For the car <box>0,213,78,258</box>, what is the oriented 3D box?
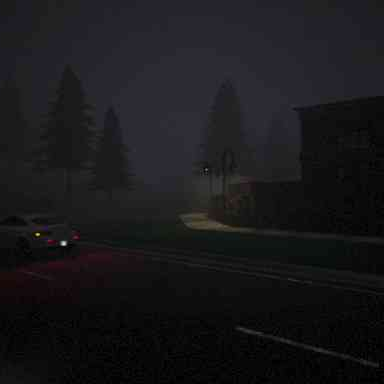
[{"bbox_3d":[-6.294,1.525,12.786,4.674,1.442,1.812,0,0,36],"label":"car"}]
